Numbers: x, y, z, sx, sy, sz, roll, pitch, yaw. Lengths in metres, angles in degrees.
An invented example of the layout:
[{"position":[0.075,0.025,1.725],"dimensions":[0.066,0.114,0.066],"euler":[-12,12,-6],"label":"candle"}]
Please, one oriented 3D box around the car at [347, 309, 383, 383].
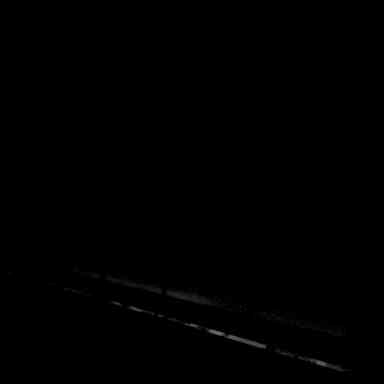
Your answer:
[{"position":[3.557,1.228,1.144],"dimensions":[5.566,2.045,2.150],"euler":[0,0,36],"label":"car"}]
